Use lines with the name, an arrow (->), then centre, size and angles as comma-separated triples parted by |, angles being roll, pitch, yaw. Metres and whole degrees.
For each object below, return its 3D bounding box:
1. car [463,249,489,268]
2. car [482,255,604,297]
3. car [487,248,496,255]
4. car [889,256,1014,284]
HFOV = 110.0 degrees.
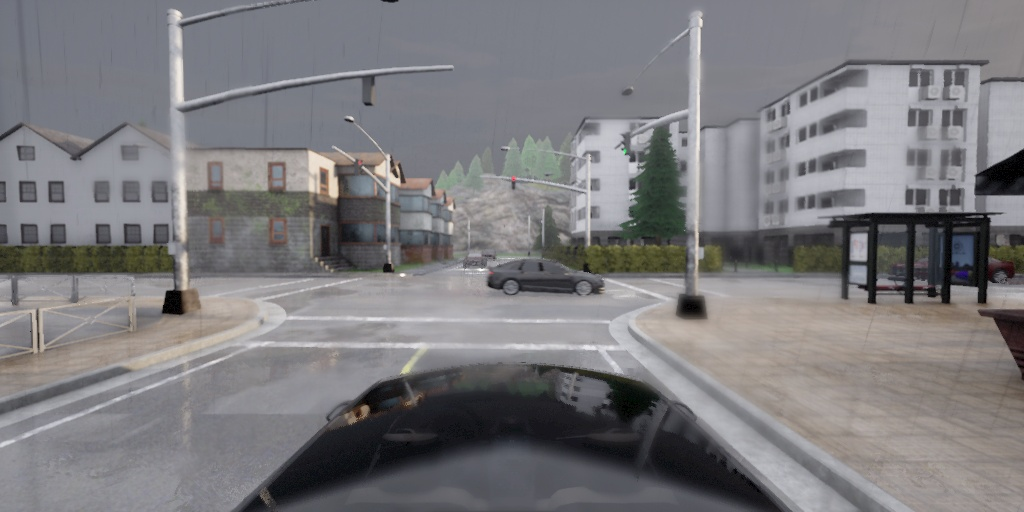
car -> -3.588, 0.359, 35.248 | 1.812, 1.442, 4.674 | 0, 2, 0
car -> 1.363, 0.906, 14.983 | 4.892, 1.490, 1.837 | 2, 2, 0
car -> -3.521, -0.337, 54.309 | 2.097, 1.767, 4.553 | 0, 2, 0
car -> 22.539, 0.591, 18.514 | 5.008, 1.535, 1.882 | 0, 2, 0
